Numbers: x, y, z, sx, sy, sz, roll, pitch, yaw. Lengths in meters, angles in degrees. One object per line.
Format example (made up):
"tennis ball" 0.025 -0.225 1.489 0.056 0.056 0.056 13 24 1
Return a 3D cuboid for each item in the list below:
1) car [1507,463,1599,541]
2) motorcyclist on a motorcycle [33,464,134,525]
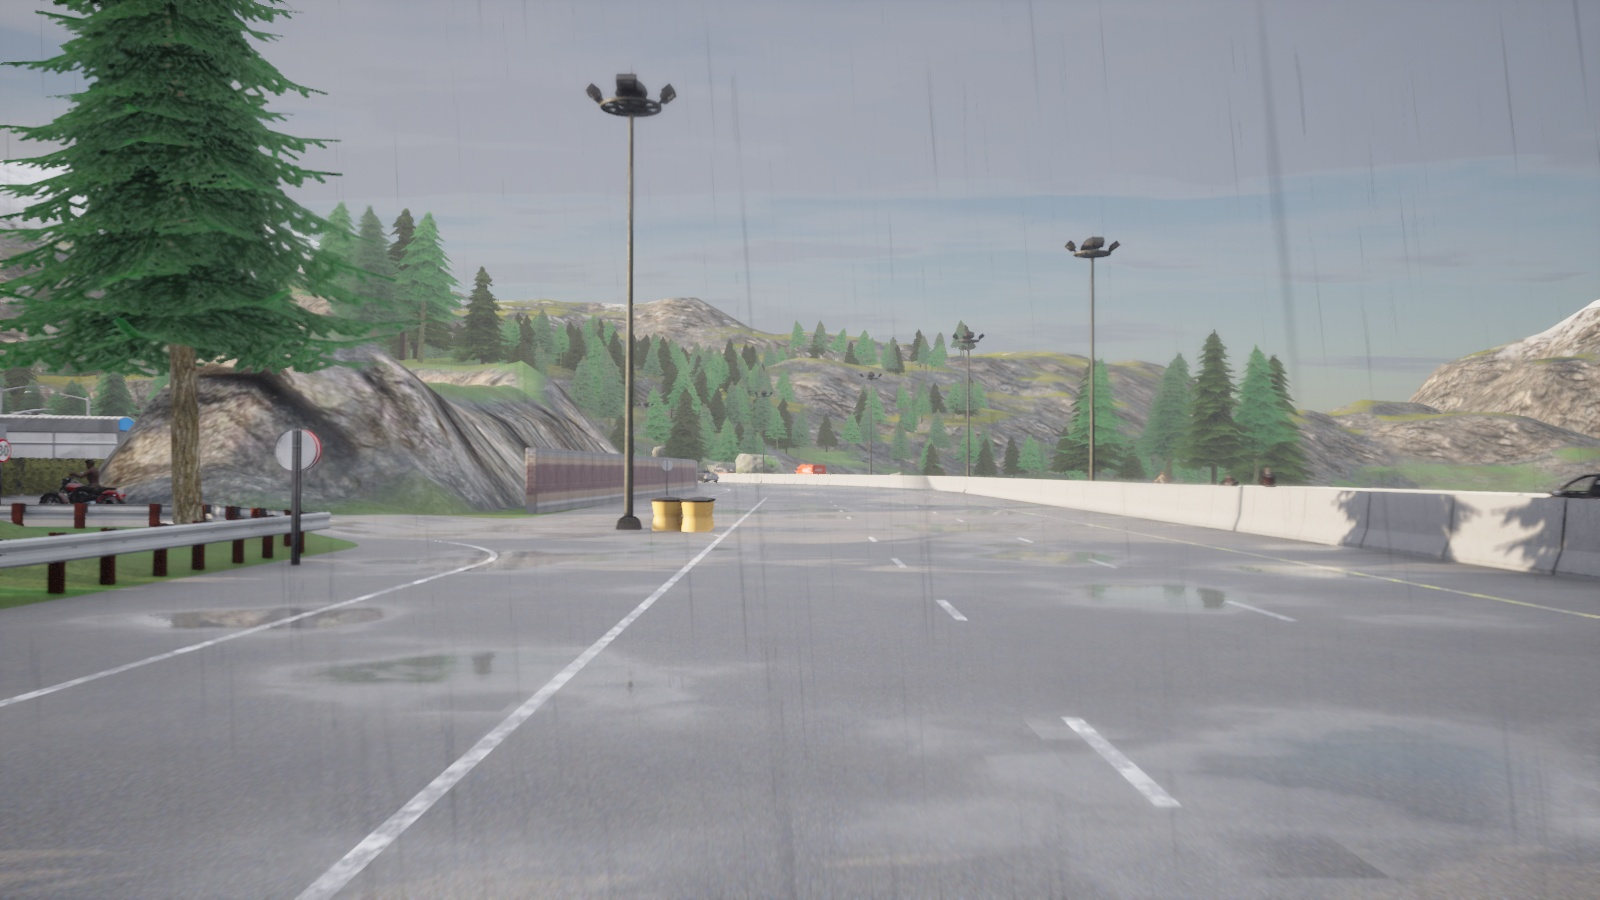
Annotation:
"car" 17.436 1.099 27.286 1.851 1.617 3.988 0 -1 0
"motorcyclist on a motorcycle" -19.985 1.236 35.058 2.350 1.649 0.766 0 -1 0
